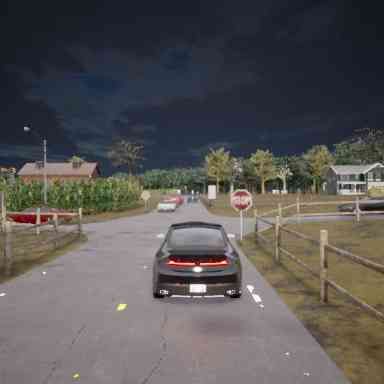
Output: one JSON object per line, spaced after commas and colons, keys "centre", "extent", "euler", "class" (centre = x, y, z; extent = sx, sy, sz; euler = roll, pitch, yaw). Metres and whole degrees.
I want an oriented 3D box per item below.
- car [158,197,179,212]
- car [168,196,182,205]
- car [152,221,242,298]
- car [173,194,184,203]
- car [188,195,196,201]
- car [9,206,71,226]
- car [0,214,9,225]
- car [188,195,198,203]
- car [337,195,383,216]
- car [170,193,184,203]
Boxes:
{"centre": [-2.832, 1.581, 37.992], "extent": [1.895, 1.301, 4.718], "euler": [0, 0, 0], "class": "car"}
{"centre": [-2.816, 1.570, 47.582], "extent": [1.895, 1.301, 4.718], "euler": [0, 0, 0], "class": "car"}
{"centre": [0.104, 1.508, 8.491], "extent": [1.837, 1.490, 4.892], "euler": [0, 0, 0], "class": "car"}
{"centre": [-2.727, 1.302, 67.303], "extent": [2.097, 1.767, 4.553], "euler": [0, 0, 0], "class": "car"}
{"centre": [0.053, 1.490, 80.735], "extent": [1.994, 1.385, 4.181], "euler": [0, 0, 0], "class": "car"}
{"centre": [-11.898, 1.822, 25.504], "extent": [5.008, 1.535, 1.882], "euler": [-1, -2, 0], "class": "car"}
{"centre": [-15.519, 1.919, 22.591], "extent": [4.718, 1.301, 1.895], "euler": [-1, -2, -1], "class": "car"}
{"centre": [0.141, 1.300, 68.833], "extent": [2.097, 1.767, 4.553], "euler": [0, 0, 0], "class": "car"}
{"centre": [13.675, 1.056, 25.514], "extent": [4.892, 1.490, 1.837], "euler": [-3, -2, 0], "class": "car"}
{"centre": [-2.797, 1.180, 57.362], "extent": [2.150, 2.045, 5.566], "euler": [0, 0, 0], "class": "car"}
